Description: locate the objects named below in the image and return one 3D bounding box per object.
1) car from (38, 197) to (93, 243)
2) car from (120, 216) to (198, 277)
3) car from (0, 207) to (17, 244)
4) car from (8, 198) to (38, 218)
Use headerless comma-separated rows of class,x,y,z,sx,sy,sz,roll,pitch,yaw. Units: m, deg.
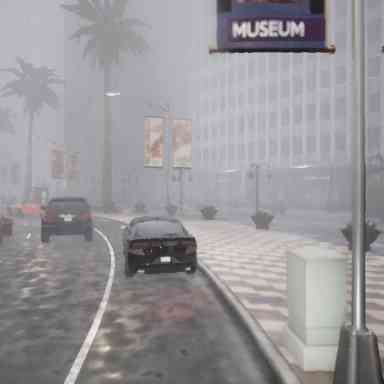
car,-6.225,1.252,16.531,2.150,2.045,5.566,0,0,-22
car,-1.184,1.475,10.449,1.882,1.535,5.008,0,0,-13
car,-9.475,1.607,15.230,1.895,1.301,4.718,0,0,-22
car,-15.324,1.351,30.697,2.097,1.767,4.553,0,0,-44
